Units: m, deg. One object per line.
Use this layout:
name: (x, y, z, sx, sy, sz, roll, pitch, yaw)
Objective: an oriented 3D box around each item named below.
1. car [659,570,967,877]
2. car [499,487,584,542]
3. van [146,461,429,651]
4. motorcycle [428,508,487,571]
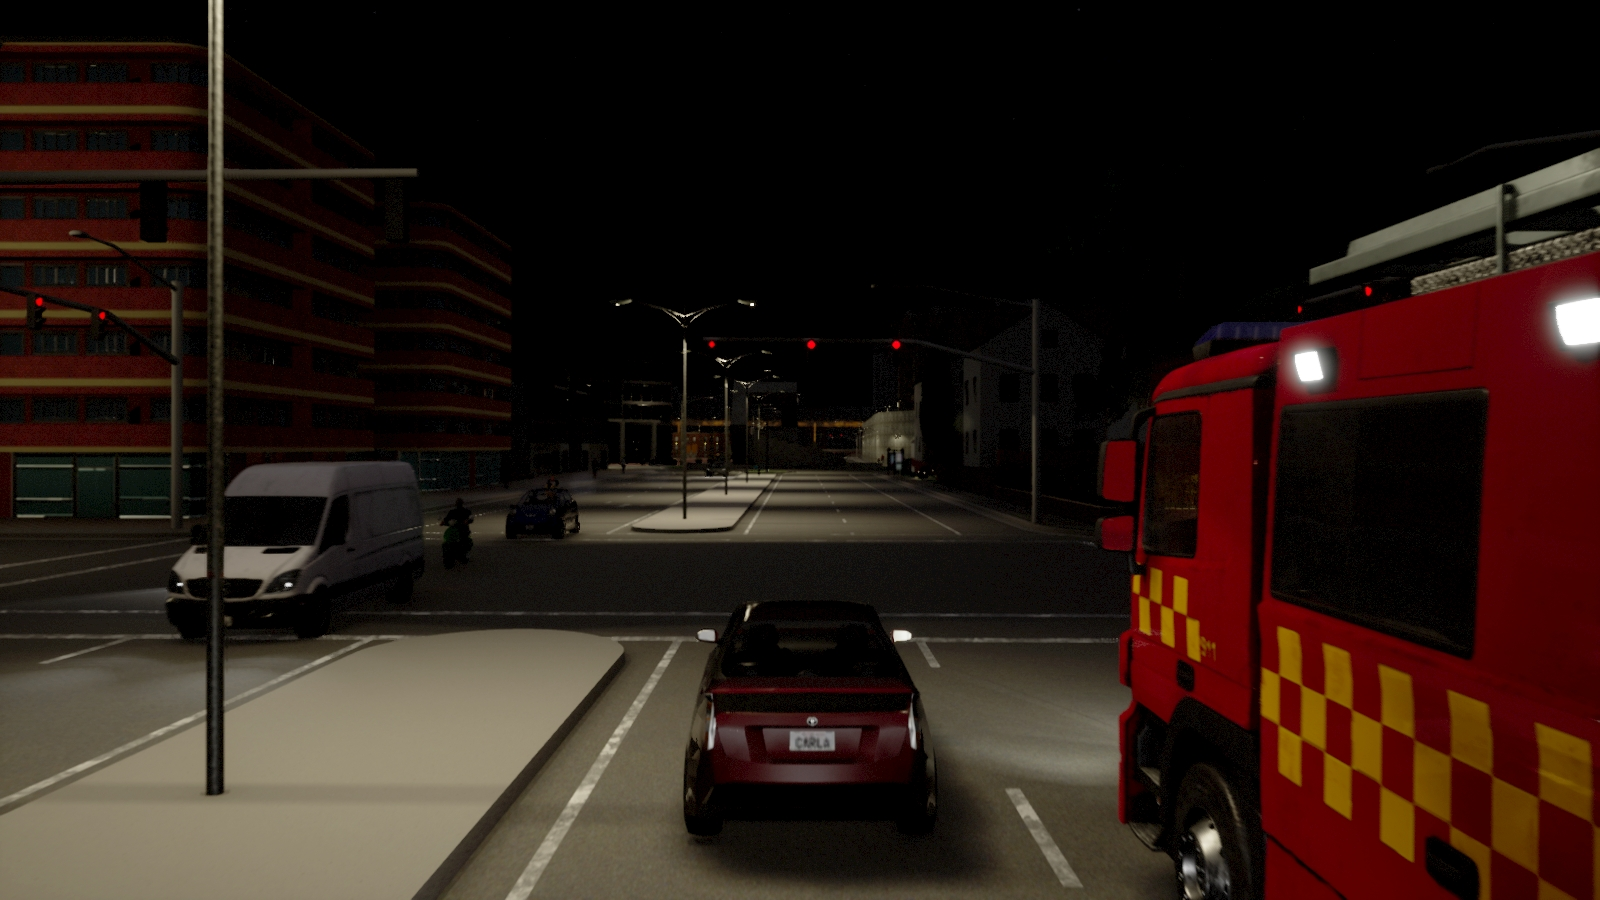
car: (0.055, 2.023, 9.729, 2.007, 1.525, 4.514, 0, 0, -1)
car: (-8.030, 1.965, 35.755, 1.845, 1.501, 3.633, 0, 0, 0)
van: (-8.023, 1.487, 18.714, 1.988, 2.561, 5.915, 0, 0, 0)
motorcycle: (-8.011, 2.070, 26.813, 0.856, 1.341, 1.805, 0, 0, 0)
